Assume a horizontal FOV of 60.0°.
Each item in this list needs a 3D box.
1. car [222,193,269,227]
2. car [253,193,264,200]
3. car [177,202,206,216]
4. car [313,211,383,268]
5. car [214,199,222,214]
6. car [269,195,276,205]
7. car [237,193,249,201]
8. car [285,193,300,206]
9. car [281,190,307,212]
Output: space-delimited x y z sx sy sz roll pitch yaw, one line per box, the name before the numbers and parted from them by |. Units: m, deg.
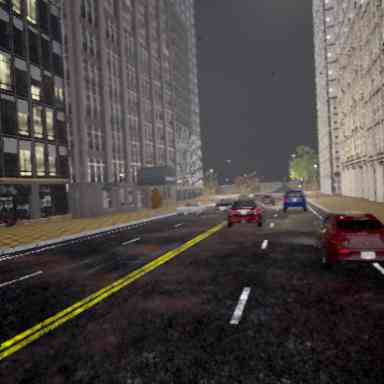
car | 3.633 1.221 21.702 2.097 1.767 4.553 -3 0 16
car | 14.621 0.942 72.723 1.994 1.385 4.181 -3 0 16
car | -0.012 1.664 33.329 1.895 1.301 4.718 -3 0 16
car | 4.829 1.317 10.182 1.812 1.442 4.674 -3 0 16
car | 3.498 1.388 33.815 2.128 1.511 4.902 -3 0 16
car | 10.525 1.106 45.991 1.812 1.442 4.674 -3 0 16
car | 11.120 1.120 72.275 2.033 1.411 5.357 -3 0 16
car | 13.213 0.975 43.918 1.812 1.442 4.674 -3 0 16
car | 9.994 0.808 32.464 2.150 2.045 5.566 -3 0 17
